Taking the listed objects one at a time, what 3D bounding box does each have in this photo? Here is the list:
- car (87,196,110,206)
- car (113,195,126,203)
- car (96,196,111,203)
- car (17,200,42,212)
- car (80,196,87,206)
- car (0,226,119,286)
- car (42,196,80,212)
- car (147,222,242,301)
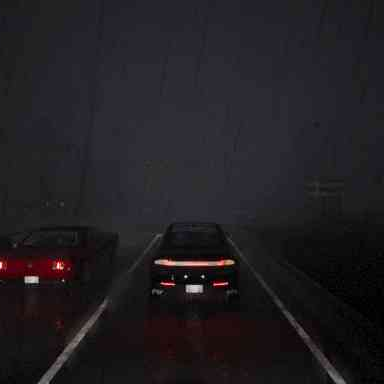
[{"bbox_3d":[-15.040,1.564,54.234,1.994,1.385,4.181,0,0,0],"label":"car"},{"bbox_3d":[-14.943,1.500,68.961,1.837,1.490,4.892,0,0,0],"label":"car"},{"bbox_3d":[-18.443,1.524,69.456,1.812,1.442,4.674,0,0,0],"label":"car"},{"bbox_3d":[-18.568,1.601,39.223,1.895,1.301,4.718,0,0,0],"label":"car"},{"bbox_3d":[-18.537,1.504,54.579,1.837,1.490,4.892,0,0,1],"label":"car"},{"bbox_3d":[-3.427,1.601,9.379,1.895,1.301,4.718,0,0,0],"label":"car"},{"bbox_3d":[-15.068,1.351,38.560,2.097,1.767,4.553,0,0,0],"label":"car"},{"bbox_3d":[0.064,1.492,8.291,2.128,1.511,4.902,0,0,1],"label":"car"}]
